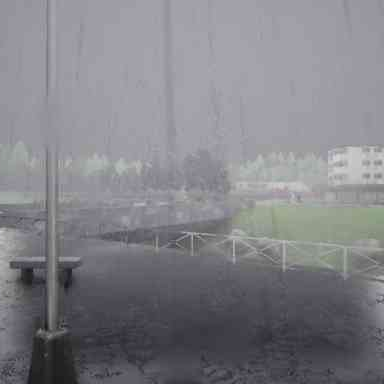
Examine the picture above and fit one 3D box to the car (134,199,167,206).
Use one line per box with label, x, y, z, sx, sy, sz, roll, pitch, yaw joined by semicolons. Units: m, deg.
car;-5.238;1.601;42.953;1.895;1.301;4.718;0;0;36
